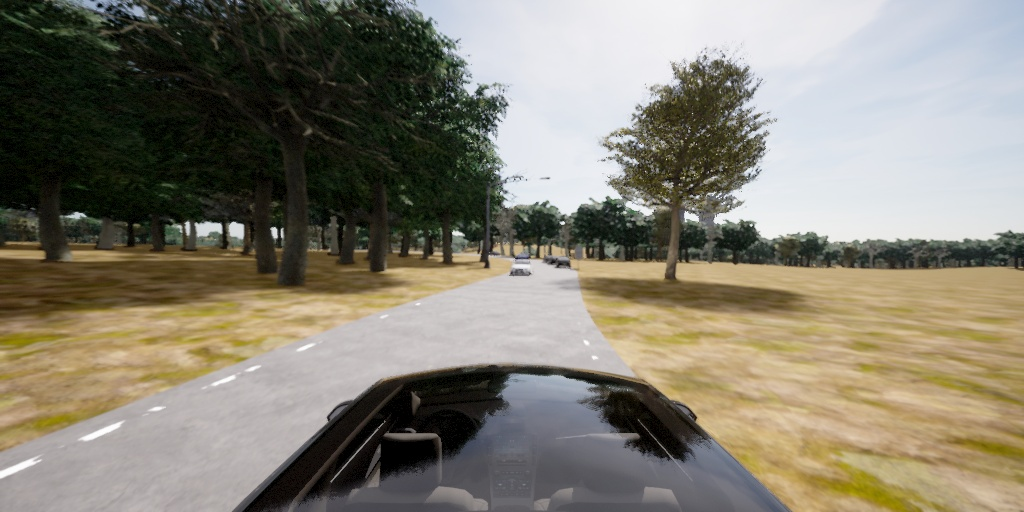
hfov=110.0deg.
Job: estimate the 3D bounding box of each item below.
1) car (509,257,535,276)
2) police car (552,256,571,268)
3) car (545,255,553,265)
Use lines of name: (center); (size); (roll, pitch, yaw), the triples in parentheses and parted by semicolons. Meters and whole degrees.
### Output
car: (1.003, 1.069, 33.996); (1.812, 1.442, 4.674); (1, 1, 9)
police car: (7.383, 0.835, 51.976); (1.930, 1.638, 5.238); (1, 1, 3)
car: (7.456, 0.715, 62.080); (1.882, 1.535, 5.008); (0, 1, -2)
